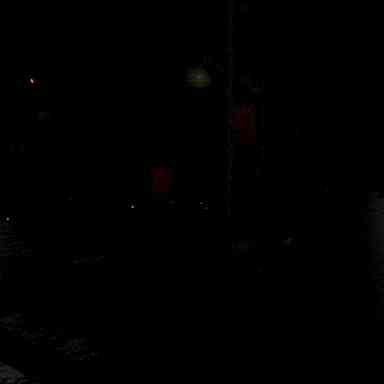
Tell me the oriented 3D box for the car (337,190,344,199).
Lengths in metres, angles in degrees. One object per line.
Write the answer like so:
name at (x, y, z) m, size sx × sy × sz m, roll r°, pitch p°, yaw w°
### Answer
car at (26.788, 0.411, 58.144) m, size 1.837 × 1.490 × 4.892 m, roll 0°, pitch 0°, yaw 35°

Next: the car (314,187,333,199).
car at (23.352, 0.144, 58.899) m, size 2.150 × 2.045 × 5.566 m, roll 0°, pitch 1°, yaw 35°

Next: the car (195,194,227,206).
car at (2.364, 0.955, 40.464) m, size 1.895 × 1.301 × 4.718 m, roll 0°, pitch 1°, yaw 35°

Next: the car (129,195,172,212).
car at (-3.861, 1.033, 31.537) m, size 2.128 × 1.511 × 4.902 m, roll 0°, pitch 1°, yaw 35°

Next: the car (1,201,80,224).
car at (-10.182, 1.336, 22.541) m, size 1.895 × 1.301 × 4.718 m, roll 0°, pitch 1°, yaw 36°
